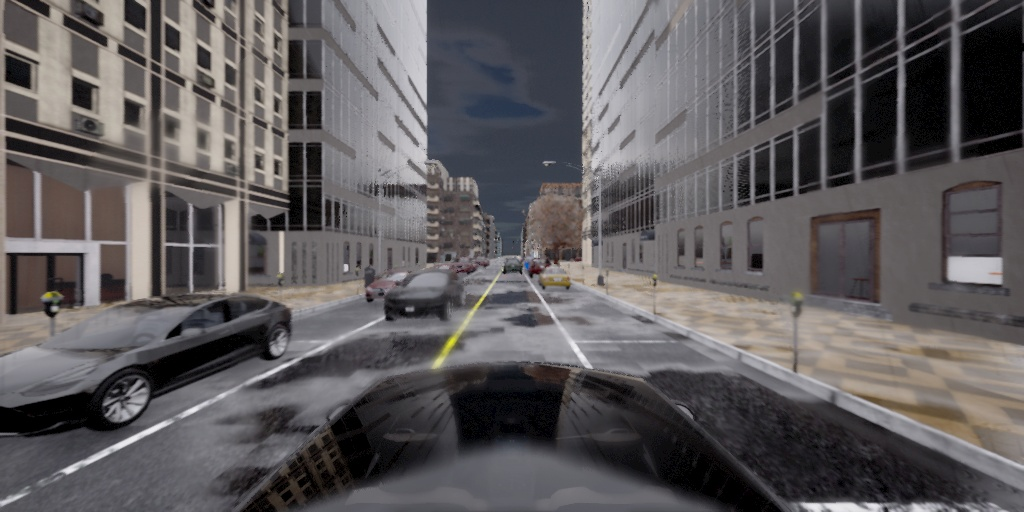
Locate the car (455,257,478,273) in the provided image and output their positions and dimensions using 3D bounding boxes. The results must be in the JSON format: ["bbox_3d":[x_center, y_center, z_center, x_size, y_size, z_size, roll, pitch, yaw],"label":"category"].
[{"bbox_3d":[-5.317,1.038,38.898,2.192,1.841,5.009,0,0,0],"label":"car"}]

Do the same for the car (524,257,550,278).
[{"bbox_3d":[2.568,1.043,33.349,2.192,1.841,5.009,0,0,0],"label":"car"}]

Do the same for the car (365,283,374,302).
[{"bbox_3d":[-5.316,1.322,16.708,1.802,1.307,4.207,0,0,0],"label":"car"}]

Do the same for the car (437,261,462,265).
[{"bbox_3d":[-5.316,1.277,27.803,1.888,1.381,4.507,0,0,0],"label":"car"}]

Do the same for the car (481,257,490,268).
[{"bbox_3d":[-5.318,1.017,61.088,2.192,1.841,5.009,0,0,0],"label":"car"}]

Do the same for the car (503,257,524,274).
[{"bbox_3d":[0.098,1.074,41.031,2.097,1.767,4.553,0,0,0],"label":"car"}]

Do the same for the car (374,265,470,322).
[{"bbox_3d":[-2.803,1.221,12.447,1.882,1.535,5.008,0,0,0],"label":"car"}]

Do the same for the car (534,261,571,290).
[{"bbox_3d":[2.564,1.262,22.426,1.751,1.417,4.829,0,0,0],"label":"car"}]

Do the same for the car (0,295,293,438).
[{"bbox_3d":[-5.315,1.313,5.612,1.948,1.339,4.313,0,0,0],"label":"car"}]

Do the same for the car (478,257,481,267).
[{"bbox_3d":[-5.317,1.158,44.445,1.967,1.591,4.097,0,0,0],"label":"car"}]
